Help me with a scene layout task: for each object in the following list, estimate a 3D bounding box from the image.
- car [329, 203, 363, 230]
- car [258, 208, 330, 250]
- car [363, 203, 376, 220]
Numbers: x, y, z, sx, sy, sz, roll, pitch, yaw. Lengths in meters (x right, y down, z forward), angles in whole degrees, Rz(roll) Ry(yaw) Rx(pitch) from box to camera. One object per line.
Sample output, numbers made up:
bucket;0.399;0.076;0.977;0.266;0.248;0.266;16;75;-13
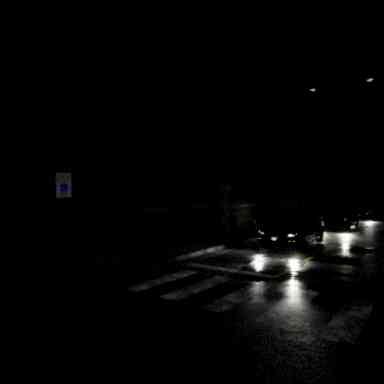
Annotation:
car;10.489;1.731;23.590;1.882;1.535;5.008;0;-1;35
car;4.669;1.653;15.314;1.837;1.490;4.892;0;0;35
car;16.607;1.873;32.270;1.837;1.490;4.892;0;-1;35
